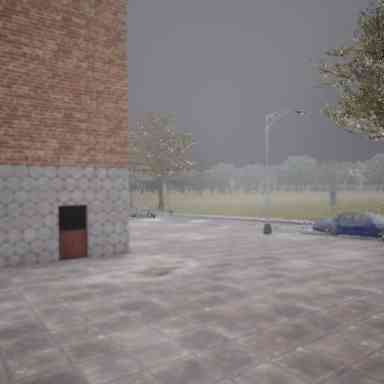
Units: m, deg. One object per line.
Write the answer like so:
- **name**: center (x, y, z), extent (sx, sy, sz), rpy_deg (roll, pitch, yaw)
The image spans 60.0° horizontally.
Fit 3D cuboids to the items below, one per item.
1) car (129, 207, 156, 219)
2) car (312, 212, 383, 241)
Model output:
- **car**: center (-5.894, 2.457, 39.233), extent (1.994, 1.385, 4.181), rpy_deg (-1, -1, -35)
- **car**: center (9.246, 1.798, 17.970), extent (2.033, 1.411, 5.357), rpy_deg (-1, -1, -36)
